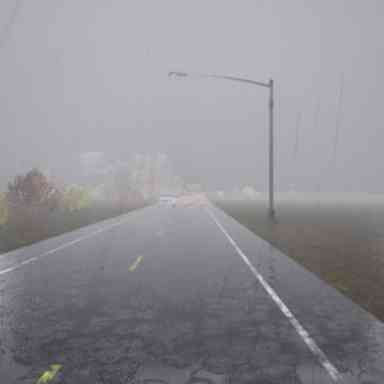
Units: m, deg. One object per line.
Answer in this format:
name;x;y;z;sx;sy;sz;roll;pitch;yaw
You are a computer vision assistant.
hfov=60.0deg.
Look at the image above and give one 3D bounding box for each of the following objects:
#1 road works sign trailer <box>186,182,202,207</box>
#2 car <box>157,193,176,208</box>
road works sign trailer;0.288;0.322;49.513;2.380;3.560;2.880;0;0;0
car;-3.349;1.095;45.011;2.150;2.045;5.566;0;0;1
